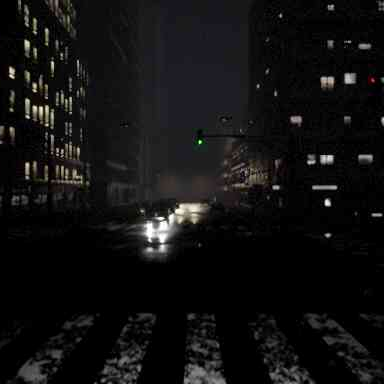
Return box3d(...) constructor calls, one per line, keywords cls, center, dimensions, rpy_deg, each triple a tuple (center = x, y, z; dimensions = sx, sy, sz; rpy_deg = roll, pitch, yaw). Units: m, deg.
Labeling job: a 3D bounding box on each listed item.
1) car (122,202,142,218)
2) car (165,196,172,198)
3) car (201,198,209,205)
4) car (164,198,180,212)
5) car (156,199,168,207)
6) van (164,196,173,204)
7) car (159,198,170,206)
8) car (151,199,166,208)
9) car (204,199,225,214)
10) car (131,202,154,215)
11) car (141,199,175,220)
box3d(cls="car", center=(-5.597, 1.742, 32.334), dimensions=(1.752, 1.417, 4.829), rpy_deg=(-1, 0, 0))
box3d(cls="car", center=(-2.922, 1.688, 49.931), dimensions=(2.097, 1.767, 4.553), rpy_deg=(0, 0, 0))
box3d(cls="car", center=(2.915, 1.926, 72.058), dimensions=(1.967, 1.590, 4.097), rpy_deg=(-1, 0, 0))
box3d(cls="car", center=(-2.962, 1.760, 39.967), dimensions=(2.128, 1.511, 4.902), rpy_deg=(0, 0, 0))
box3d(cls="car", center=(-5.500, 1.991, 60.775), dimensions=(1.802, 1.307, 4.206), rpy_deg=(-1, 0, 0))
box3d(cls="van", center=(-5.447, 1.865, 77.741), dimensions=(1.690, 1.788, 3.998), rpy_deg=(-1, 0, 0))
box3d(cls="car", center=(-5.482, 1.992, 66.430), dimensions=(1.887, 1.381, 4.507), rpy_deg=(-1, 0, 0))
box3d(cls="car", center=(-5.520, 1.916, 55.121), dimensions=(1.887, 1.381, 4.507), rpy_deg=(-1, 0, 0))
box3d(cls="car", center=(2.803, 1.807, 38.130), dimensions=(2.008, 1.369, 4.403), rpy_deg=(-1, 0, 0))
box3d(cls="car", center=(-5.577, 1.822, 38.158), dimensions=(1.947, 1.339, 4.313), rpy_deg=(-1, 0, 0))
box3d(cls="car", center=(-3.000, 1.696, 30.482), dimensions=(2.128, 1.511, 4.902), rpy_deg=(0, 0, 0))
